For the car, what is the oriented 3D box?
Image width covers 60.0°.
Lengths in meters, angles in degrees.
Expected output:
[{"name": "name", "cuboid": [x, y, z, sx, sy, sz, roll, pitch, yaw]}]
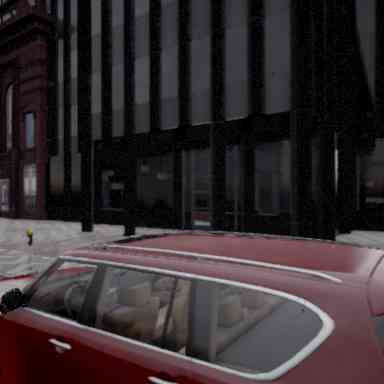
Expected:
[{"name": "car", "cuboid": [-0.353, 1.329, 3.211, 5.009, 1.841, 2.192, 0, 0, 36]}]
